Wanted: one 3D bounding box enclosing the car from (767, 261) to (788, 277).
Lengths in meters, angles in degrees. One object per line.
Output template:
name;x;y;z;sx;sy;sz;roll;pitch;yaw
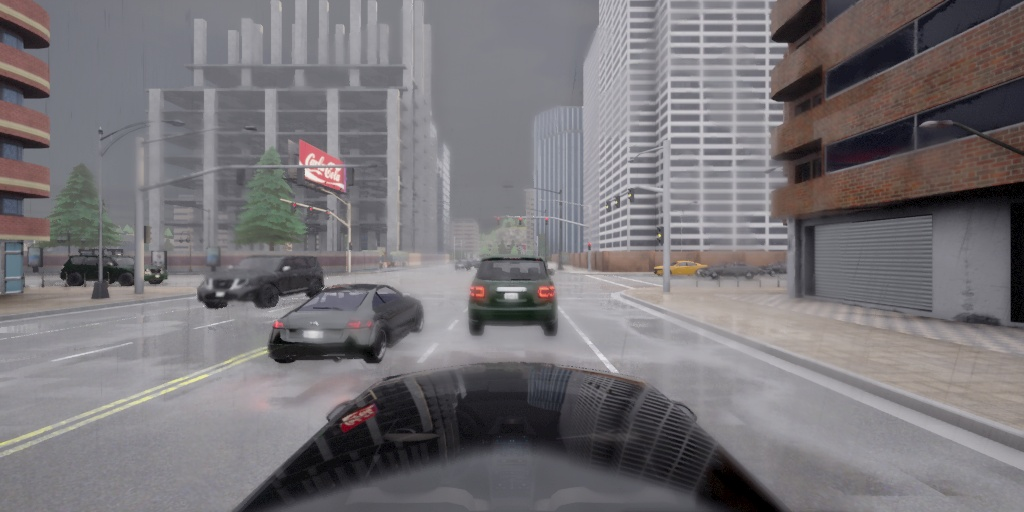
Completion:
car;26.228;1.241;34.726;4.902;1.511;2.128;0;0;0

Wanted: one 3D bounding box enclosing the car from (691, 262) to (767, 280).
car;18.770;1.241;31.234;4.902;1.511;2.128;0;0;0

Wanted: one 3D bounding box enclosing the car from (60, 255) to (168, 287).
car;-26.549;0.965;24.034;5.566;2.045;2.150;1;0;0

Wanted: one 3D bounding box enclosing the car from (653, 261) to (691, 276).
car;16.292;1.228;34.735;5.008;1.535;1.882;0;0;0

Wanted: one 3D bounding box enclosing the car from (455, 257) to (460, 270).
car;-6.841;1.241;50.673;2.128;1.511;4.902;0;0;0

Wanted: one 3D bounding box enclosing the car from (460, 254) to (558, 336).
car;0.098;0.971;10.525;2.150;2.045;5.566;0;0;2

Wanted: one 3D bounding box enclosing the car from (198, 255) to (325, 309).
car;-10.180;0.970;15.246;2.150;2.045;5.566;0;0;-1

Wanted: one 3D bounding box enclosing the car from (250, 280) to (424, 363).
car;-3.378;1.314;8.137;1.994;1.385;4.181;0;0;0

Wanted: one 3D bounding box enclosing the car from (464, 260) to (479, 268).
car;-6.775;1.314;59.783;1.994;1.385;4.181;0;0;1
